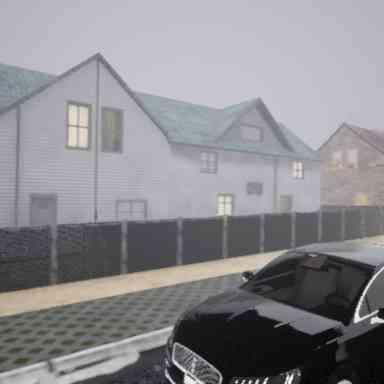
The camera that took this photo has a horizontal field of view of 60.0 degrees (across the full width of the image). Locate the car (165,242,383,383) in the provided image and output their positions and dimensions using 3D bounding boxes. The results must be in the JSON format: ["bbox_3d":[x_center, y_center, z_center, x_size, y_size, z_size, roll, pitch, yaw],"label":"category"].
[{"bbox_3d":[1.963,1.515,4.462,4.892,1.490,1.837,0,0,-35],"label":"car"}]
